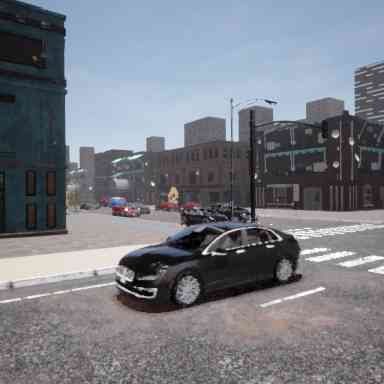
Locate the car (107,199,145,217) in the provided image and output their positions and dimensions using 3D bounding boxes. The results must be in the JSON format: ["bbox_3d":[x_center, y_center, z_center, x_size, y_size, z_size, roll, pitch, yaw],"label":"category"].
[{"bbox_3d":[-7.166,1.846,36.052,1.967,1.590,4.097,-1,0,-36],"label":"car"}]

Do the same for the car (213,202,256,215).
[{"bbox_3d":[3.050,1.725,26.226,1.837,1.490,4.892,-1,0,-36],"label":"car"}]

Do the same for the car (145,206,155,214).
[{"bbox_3d":[-6.603,1.974,39.747,1.994,1.385,4.181,-1,0,-36],"label":"car"}]

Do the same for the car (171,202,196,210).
[{"bbox_3d":[-0.345,1.903,40.926,1.802,1.307,4.206,-2,0,-36],"label":"car"}]

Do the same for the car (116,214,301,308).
[{"bbox_3d":[0.605,1.503,8.025,4.892,1.490,1.837,0,1,-36],"label":"car"}]

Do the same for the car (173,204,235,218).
[{"bbox_3d":[0.804,1.814,24.690,1.947,1.339,4.313,-2,0,-36],"label":"car"}]

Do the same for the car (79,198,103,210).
[{"bbox_3d":[-16.627,1.971,53.938,2.097,1.767,4.553,-1,0,-36],"label":"car"}]

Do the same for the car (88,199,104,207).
[{"bbox_3d":[-19.651,2.227,67.949,1.887,1.381,4.507,-1,0,-36],"label":"car"}]

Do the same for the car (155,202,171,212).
[{"bbox_3d":[-3.562,1.965,45.429,1.802,1.307,4.206,-2,0,-36],"label":"car"}]

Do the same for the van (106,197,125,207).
[{"bbox_3d":[-13.220,1.906,58.941,1.690,1.788,3.998,-1,0,-36],"label":"van"}]

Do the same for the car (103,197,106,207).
[{"bbox_3d":[-16.439,1.939,63.444,2.192,1.841,5.009,-1,0,-36],"label":"car"}]
